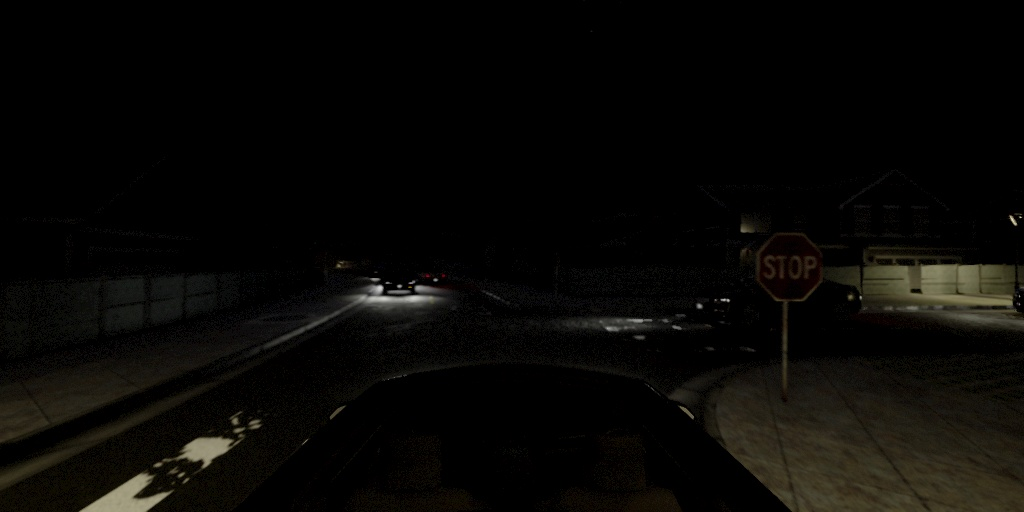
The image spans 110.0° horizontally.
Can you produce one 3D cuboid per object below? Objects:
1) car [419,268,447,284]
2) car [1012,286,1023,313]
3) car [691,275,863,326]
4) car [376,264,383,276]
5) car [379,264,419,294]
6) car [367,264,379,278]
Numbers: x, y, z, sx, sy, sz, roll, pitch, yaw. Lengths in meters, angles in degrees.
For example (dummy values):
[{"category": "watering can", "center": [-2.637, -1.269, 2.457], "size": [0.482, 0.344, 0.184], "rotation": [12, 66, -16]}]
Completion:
[{"category": "car", "center": [-7.065, 1.674, 31.182], "size": [1.895, 1.301, 4.718], "rotation": [1, -1, -23]}, {"category": "car", "center": [20.158, 1.278, 12.162], "size": [5.008, 1.535, 1.882], "rotation": [0, 0, -3]}, {"category": "car", "center": [8.356, 1.311, 11.504], "size": [4.902, 1.511, 2.128], "rotation": [0, 0, -4]}, {"category": "car", "center": [-10.528, 1.654, 31.586], "size": [1.895, 1.301, 4.718], "rotation": [1, -1, -25]}, {"category": "car", "center": [-6.990, 1.461, 22.188], "size": [1.837, 1.490, 4.892], "rotation": [1, -1, -18]}, {"category": "car", "center": [-15.239, 1.692, 40.749], "size": [2.033, 1.411, 5.357], "rotation": [1, -1, -31]}]
